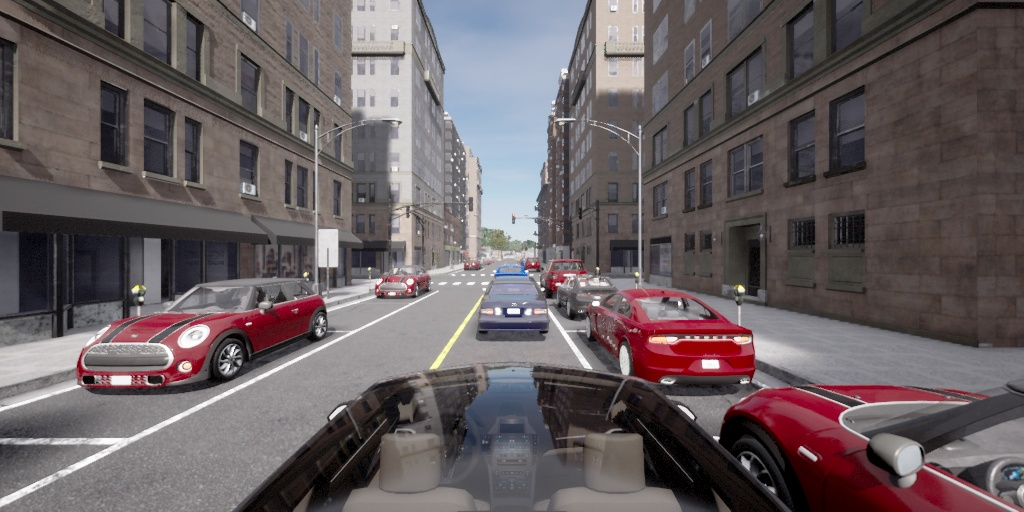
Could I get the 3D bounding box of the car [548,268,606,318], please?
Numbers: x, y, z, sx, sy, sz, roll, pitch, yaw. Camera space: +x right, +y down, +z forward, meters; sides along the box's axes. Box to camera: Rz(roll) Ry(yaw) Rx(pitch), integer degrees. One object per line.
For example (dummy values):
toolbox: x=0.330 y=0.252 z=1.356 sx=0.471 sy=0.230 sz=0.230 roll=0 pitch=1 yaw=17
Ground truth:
car: x=2.596 y=1.302 z=12.657 sx=2.007 sy=1.370 sz=4.403 roll=0 pitch=0 yaw=0

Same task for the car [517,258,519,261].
car: x=2.449 y=1.073 z=61.907 sx=2.192 sy=1.841 sz=5.009 roll=0 pitch=0 yaw=0

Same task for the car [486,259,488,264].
car: x=-5.653 y=1.309 z=61.873 sx=2.007 sy=1.370 sz=4.403 roll=0 pitch=0 yaw=0

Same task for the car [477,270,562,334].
car: x=0.043 y=1.299 z=10.630 sx=2.033 sy=1.411 sz=5.357 roll=0 pitch=0 yaw=0

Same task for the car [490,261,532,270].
car: x=-0.072 y=1.231 z=20.449 sx=1.882 sy=1.535 sz=5.008 roll=0 pitch=0 yaw=0

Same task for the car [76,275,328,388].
car: x=-5.406 y=1.191 z=6.942 sx=1.967 sy=1.591 sz=4.097 roll=0 pitch=0 yaw=0

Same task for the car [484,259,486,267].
car: x=-5.633 y=1.324 z=56.369 sx=1.948 sy=1.339 sz=4.313 roll=0 pitch=0 yaw=0

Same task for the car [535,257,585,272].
car: x=2.573 y=1.068 z=18.339 sx=2.192 sy=1.841 sz=5.009 roll=0 pitch=0 yaw=0

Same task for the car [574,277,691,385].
car: x=2.619 y=1.296 z=6.975 sx=1.888 sy=1.381 sz=4.507 roll=0 pitch=0 yaw=0

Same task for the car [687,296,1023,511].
car: x=2.642 y=1.190 z=1.293 sx=1.967 sy=1.591 sz=4.097 roll=0 pitch=0 yaw=0

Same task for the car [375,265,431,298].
car: x=-5.452 y=1.193 z=18.307 sx=1.967 sy=1.591 sz=4.097 roll=0 pitch=0 yaw=0

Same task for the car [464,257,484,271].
car: x=-5.613 y=1.072 z=50.866 sx=2.192 sy=1.841 sz=5.009 roll=0 pitch=0 yaw=0

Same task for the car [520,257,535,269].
car: x=2.528 y=1.071 z=45.396 sx=2.192 sy=1.841 sz=5.009 roll=0 pitch=0 yaw=0
